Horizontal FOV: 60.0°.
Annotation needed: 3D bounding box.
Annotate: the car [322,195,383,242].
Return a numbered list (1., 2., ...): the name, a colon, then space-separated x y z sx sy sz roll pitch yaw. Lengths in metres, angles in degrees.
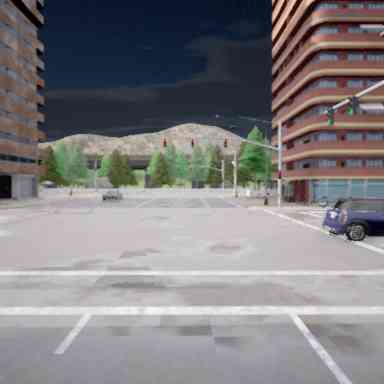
1. car: 7.892 1.008 13.696 4.553 1.767 2.097 0 1 -1

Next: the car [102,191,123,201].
1. car: -10.772 0.494 45.037 1.895 1.301 4.718 0 1 0
